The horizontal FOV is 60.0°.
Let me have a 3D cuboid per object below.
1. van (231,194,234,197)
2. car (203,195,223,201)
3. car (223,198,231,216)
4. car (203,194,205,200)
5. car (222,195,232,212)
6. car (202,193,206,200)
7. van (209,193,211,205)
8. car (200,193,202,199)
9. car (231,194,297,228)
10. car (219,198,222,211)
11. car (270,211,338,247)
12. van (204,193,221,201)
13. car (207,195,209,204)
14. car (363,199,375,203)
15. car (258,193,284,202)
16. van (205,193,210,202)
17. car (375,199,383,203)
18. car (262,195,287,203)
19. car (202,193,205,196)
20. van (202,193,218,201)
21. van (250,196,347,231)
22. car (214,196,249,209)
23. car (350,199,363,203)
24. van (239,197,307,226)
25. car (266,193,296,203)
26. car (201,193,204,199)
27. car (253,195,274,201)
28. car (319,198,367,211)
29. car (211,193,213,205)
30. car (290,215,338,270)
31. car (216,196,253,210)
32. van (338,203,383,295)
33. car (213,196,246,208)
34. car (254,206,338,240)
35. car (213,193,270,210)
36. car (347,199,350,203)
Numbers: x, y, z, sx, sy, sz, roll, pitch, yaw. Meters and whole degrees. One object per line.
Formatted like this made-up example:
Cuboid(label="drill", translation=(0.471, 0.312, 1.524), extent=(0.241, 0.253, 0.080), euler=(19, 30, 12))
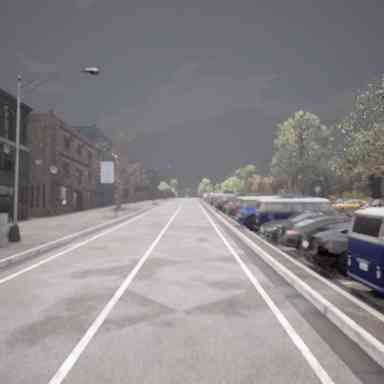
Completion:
Cuboid(label="van", translation=(5.704, 1.353, 26.713), extent=(4.442, 1.987, 1.878), euler=(0, 0, 0))
Cuboid(label="car", translation=(5.269, 1.607, 85.577), extent=(5.008, 1.535, 2.097), euler=(0, 0, 0))
Cuboid(label="car", translation=(5.566, 1.580, 29.515), extent=(4.892, 1.521, 2.231), euler=(0, 0, 0))
Cuboid(label="car", translation=(5.549, 1.571, 68.762), extent=(5.366, 1.575, 1.946), euler=(0, 0, 0))
Cuboid(label="car", translation=(5.589, 1.453, 32.318), extent=(4.553, 1.767, 2.185), euler=(0, 0, 0))
Cuboid(label="car", translation=(5.344, 1.575, 71.561), extent=(5.008, 1.535, 2.097), euler=(0, 0, 0))
Cuboid(label="van", translation=(5.336, 1.351, 51.941), extent=(4.442, 1.987, 1.878), euler=(0, 0, 0))
Cuboid(label="car", translation=(5.317, 1.347, 82.774), extent=(5.566, 2.045, 2.435), euler=(0, 0, 0))
Cuboid(label="car", translation=(5.589, 1.329, 21.104), extent=(5.566, 2.045, 2.435), euler=(0, 0, 0))
Cuboid(label="car", translation=(5.540, 1.618, 35.122), extent=(4.674, 1.452, 2.002), euler=(0, 0, 0))
Cuboid(label="car", translation=(5.660, 1.608, 12.693), extent=(4.674, 1.452, 2.002), euler=(0, 0, 0))
Cuboid(label="van", translation=(5.376, 1.390, 88.382), extent=(4.442, 1.987, 1.878), euler=(0, 0, 0))
Cuboid(label="car", translation=(5.433, 1.576, 54.744), extent=(5.008, 1.535, 2.097), euler=(0, 0, 0))
Cuboid(label="car", translation=(18.621, 1.590, 30.065), extent=(4.792, 1.488, 2.163), euler=(0, 0, 0))
Cuboid(label="car", translation=(18.369, 1.314, 77.409), extent=(5.566, 2.045, 2.435), euler=(0, 0, 0))
Cuboid(label="van", translation=(5.277, 1.349, 63.153), extent=(4.442, 1.987, 1.878), euler=(0, 0, 0))
Cuboid(label="car", translation=(18.693, 1.310, 27.290), extent=(5.566, 2.045, 2.435), euler=(0, 0, 0))
Cuboid(label="car", translation=(18.407, 1.561, 74.622), extent=(5.008, 1.535, 2.097), euler=(0, 0, 0))
Cuboid(label="car", translation=(5.290, 1.613, 77.168), extent=(4.792, 1.488, 2.163), euler=(0, 0, 0))
Cuboid(label="van", translation=(5.116, 1.408, 93.987), extent=(4.442, 1.987, 1.878), euler=(0, 0, 0))
Cuboid(label="van", translation=(5.749, 1.354, 18.305), extent=(4.442, 1.987, 1.878), euler=(0, 0, 0))
Cuboid(label="car", translation=(5.452, 1.451, 46.335), extent=(4.553, 1.767, 2.185), euler=(0, 0, 0))
Cuboid(label="car", translation=(18.666, 1.435, 32.843), extent=(4.553, 1.767, 2.185), euler=(0, 0, 0))
Cuboid(label="van", translation=(5.719, 1.354, 23.909), extent=(4.442, 1.987, 1.878), euler=(0, 0, 0))
Cuboid(label="car", translation=(18.413, 1.305, 69.054), extent=(5.566, 2.045, 2.435), euler=(0, 0, 0))
Cuboid(label="car", translation=(5.300, 1.591, 79.966), extent=(4.892, 1.521, 2.231), euler=(0, 0, 0))
Cuboid(label="car", translation=(18.348, 1.589, 85.762), extent=(5.008, 1.535, 2.097), euler=(0, 0, 0))
Cuboid(label="car", translation=(18.596, 1.560, 41.170), extent=(4.892, 1.521, 2.231), euler=(0, 0, 0))
Cuboid(label="car", translation=(5.484, 1.326, 40.728), extent=(5.566, 2.045, 2.435), euler=(0, 0, 0))
Cuboid(label="car", translation=(5.707, 1.587, 9.885), extent=(4.792, 1.488, 2.163), euler=(0, 0, 0))
Cuboid(label="car", translation=(5.467, 1.452, 43.531), extent=(4.553, 1.767, 2.185), euler=(0, 0, 0))
Cuboid(label="van", translation=(5.809, 1.315, 7.084), extent=(4.442, 1.987, 1.878), euler=(0, 0, 0))
Cuboid(label="car", translation=(5.499, 1.451, 49.138), extent=(4.553, 1.767, 2.185), euler=(0, 0, 0))
Cuboid(label="car", translation=(5.654, 1.575, 15.496), extent=(4.892, 1.521, 2.231), euler=(0, 0, 0))
Cuboid(label="car", translation=(5.499, 1.327, 37.925), extent=(5.566, 2.045, 2.435), euler=(0, 0, 0))
Cuboid(label="car", translation=(18.420, 1.557, 38.392), extent=(5.366, 1.575, 1.946), euler=(0, 0, 0))
